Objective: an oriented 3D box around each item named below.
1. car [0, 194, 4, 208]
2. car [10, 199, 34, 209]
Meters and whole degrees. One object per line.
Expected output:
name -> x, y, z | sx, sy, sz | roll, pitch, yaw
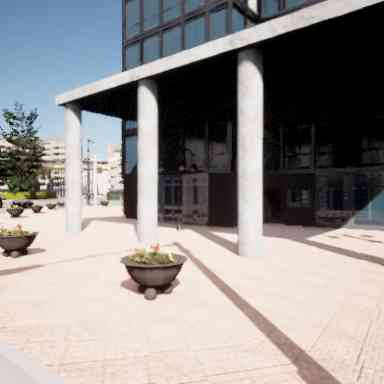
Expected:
car -> -26.173, 1.277, 42.863 | 2.150, 2.045, 5.566 | 0, 0, -11
car -> -22.926, 1.562, 45.042 | 1.895, 1.301, 4.718 | 0, 0, -11
